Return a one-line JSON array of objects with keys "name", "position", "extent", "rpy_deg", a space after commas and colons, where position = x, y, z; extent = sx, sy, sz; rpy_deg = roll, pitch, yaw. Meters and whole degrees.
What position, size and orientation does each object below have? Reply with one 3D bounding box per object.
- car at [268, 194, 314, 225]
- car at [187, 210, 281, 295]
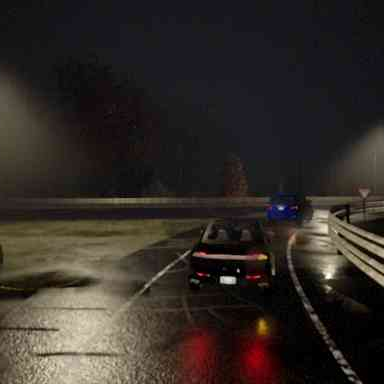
[{"name": "car", "position": [6.986, 1.128, 23.350], "extent": [2.150, 2.045, 5.566], "rpy_deg": [0, 0, 30]}, {"name": "car", "position": [1.136, 1.455, 8.711], "extent": [2.128, 1.511, 4.902], "rpy_deg": [0, 0, 11]}]
